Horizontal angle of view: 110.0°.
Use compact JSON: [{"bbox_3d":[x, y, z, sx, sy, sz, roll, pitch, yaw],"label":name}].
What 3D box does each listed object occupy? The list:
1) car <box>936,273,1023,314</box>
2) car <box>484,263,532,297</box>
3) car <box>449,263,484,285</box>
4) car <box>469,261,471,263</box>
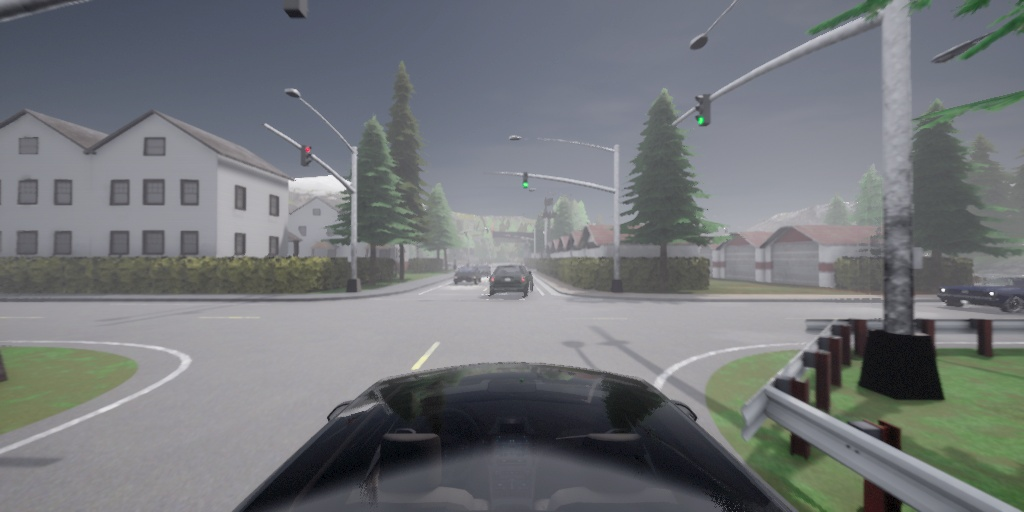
[{"bbox_3d":[19.480,1.444,13.720,4.718,1.301,1.895,0,-1,-1],"label":"car"},{"bbox_3d":[0.010,1.271,20.535,2.097,1.767,4.553,0,-1,7],"label":"car"},{"bbox_3d":[-3.586,1.549,29.663,2.033,1.411,5.357,0,-1,0],"label":"car"},{"bbox_3d":[-3.577,1.604,42.241,2.128,1.511,4.902,0,0,0],"label":"car"}]
